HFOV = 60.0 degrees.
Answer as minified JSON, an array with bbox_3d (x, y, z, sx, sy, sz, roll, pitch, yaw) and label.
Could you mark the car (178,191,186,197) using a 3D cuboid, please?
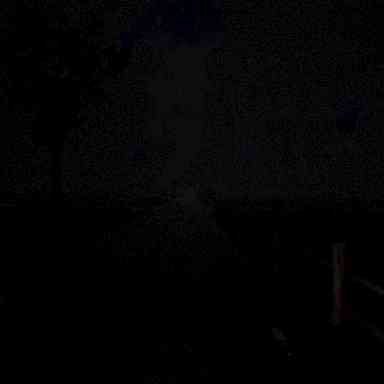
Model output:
[{"bbox_3d":[-2.839,0.417,94.533,2.097,1.767,4.553,0,1,0],"label":"car"}]
